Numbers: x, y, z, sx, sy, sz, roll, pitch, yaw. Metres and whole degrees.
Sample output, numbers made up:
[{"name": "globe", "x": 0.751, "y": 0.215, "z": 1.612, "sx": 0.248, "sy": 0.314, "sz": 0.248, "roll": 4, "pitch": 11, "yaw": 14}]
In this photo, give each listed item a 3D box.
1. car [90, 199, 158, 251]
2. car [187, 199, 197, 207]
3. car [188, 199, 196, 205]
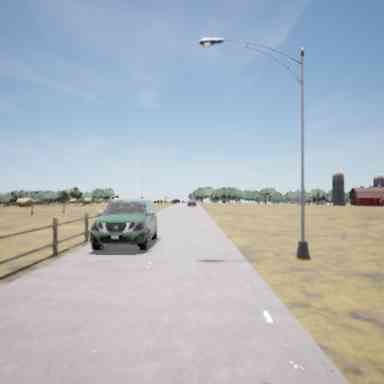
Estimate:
[{"name": "car", "x": -2.800, "y": 1.342, "z": 14.960, "sx": 2.150, "sy": 2.045, "sz": 5.566, "roll": 0, "pitch": -1, "yaw": 1}, {"name": "car", "x": 0.001, "y": 2.229, "z": 67.632, "sx": 2.128, "sy": 1.511, "sz": 4.902, "roll": 0, "pitch": -1, "yaw": 0}, {"name": "car", "x": 0.001, "y": 2.377, "z": 77.674, "sx": 1.994, "sy": 1.385, "sz": 4.181, "roll": 0, "pitch": -1, "yaw": 0}]
